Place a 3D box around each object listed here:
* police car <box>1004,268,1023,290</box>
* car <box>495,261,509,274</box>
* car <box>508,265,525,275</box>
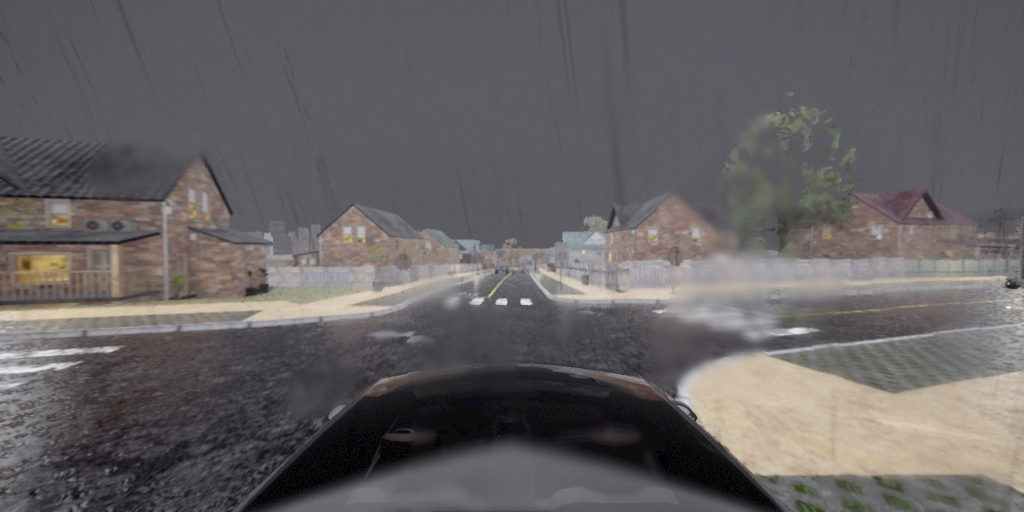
[{"bbox_3d":[30.072,1.190,20.020,4.974,1.542,2.038,0,2,-17],"label":"police car"},{"bbox_3d":[-1.634,1.921,59.693,2.150,2.045,5.566,0,-1,2],"label":"car"},{"bbox_3d":[0.963,2.113,55.441,2.128,1.511,4.902,0,-1,2],"label":"car"}]
